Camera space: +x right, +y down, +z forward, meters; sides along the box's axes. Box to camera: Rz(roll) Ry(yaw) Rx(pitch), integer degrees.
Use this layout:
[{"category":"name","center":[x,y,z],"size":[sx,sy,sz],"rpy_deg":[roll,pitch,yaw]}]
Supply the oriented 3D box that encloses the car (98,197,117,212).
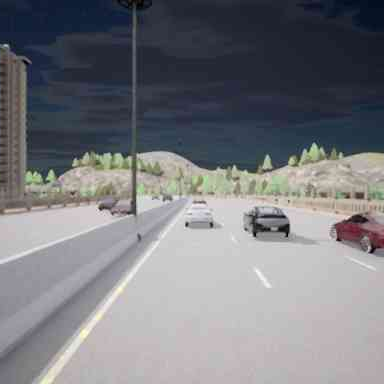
[{"category":"car","center":[-9.844,1.586,40.527],"size":[2.033,1.411,5.357],"rpy_deg":[0,0,1]}]

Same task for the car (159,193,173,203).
[{"category":"car","center":[-5.548,1.309,75.222],"size":[2.150,2.045,5.566],"rpy_deg":[0,0,1]}]

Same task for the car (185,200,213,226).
[{"category":"car","center":[0.494,1.552,23.262],"size":[1.812,1.442,4.674],"rpy_deg":[0,0,1]}]

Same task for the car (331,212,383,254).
[{"category":"car","center":[7.302,1.545,13.461],"size":[1.812,1.442,4.674],"rpy_deg":[0,0,1]}]

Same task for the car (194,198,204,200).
[{"category":"car","center":[0.860,1.537,41.229],"size":[2.128,1.511,4.902],"rpy_deg":[0,0,1]}]

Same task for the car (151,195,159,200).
[{"category":"car","center":[-8.908,1.425,82.108],"size":[1.837,1.490,4.892],"rpy_deg":[0,0,1]}]

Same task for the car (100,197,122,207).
[{"category":"car","center":[-13.041,1.544,53.880],"size":[2.128,1.511,4.902],"rpy_deg":[0,0,2]}]

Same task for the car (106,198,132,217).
[{"category":"car","center":[-6.519,1.557,32.271],"size":[1.812,1.442,4.674],"rpy_deg":[0,0,1]}]

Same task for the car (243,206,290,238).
[{"category":"car","center":[3.888,1.514,17.933],"size":[2.128,1.511,4.902],"rpy_deg":[0,0,1]}]
